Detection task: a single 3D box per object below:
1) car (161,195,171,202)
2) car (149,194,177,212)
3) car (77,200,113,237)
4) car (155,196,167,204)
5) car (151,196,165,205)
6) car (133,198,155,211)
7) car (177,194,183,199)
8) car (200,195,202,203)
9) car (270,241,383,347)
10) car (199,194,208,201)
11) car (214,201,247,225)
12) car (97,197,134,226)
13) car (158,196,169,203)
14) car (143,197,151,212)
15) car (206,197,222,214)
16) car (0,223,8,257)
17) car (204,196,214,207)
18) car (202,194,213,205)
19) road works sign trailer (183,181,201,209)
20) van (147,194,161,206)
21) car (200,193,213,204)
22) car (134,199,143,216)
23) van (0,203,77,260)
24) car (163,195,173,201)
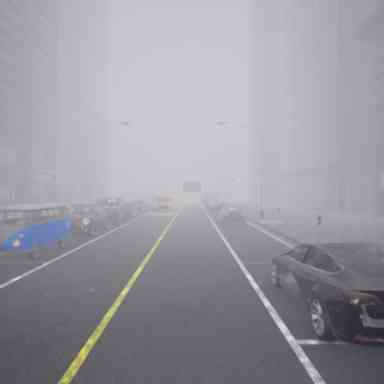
[{"bbox_3d":[-5.770,1.448,73.926,1.947,1.339,4.313,0,0,0],"label":"car"},{"bbox_3d":[-3.096,1.281,36.633,2.097,1.767,4.553,0,0,0],"label":"car"},{"bbox_3d":[-5.767,1.405,17.559,1.967,1.590,4.097,0,0,0],"label":"car"},{"bbox_3d":[-5.769,1.475,62.653,1.802,1.307,4.206,0,0,0],"label":"car"},{"bbox_3d":[-5.769,1.425,56.846,1.752,1.417,4.829,0,0,0],"label":"car"},{"bbox_3d":[-5.768,1.474,40.106,2.008,1.369,4.403,0,0,0],"label":"car"},{"bbox_3d":[-3.004,1.088,77.981,1.882,1.535,5.008,0,0,0],"label":"car"},{"bbox_3d":[2.755,1.215,57.019,2.192,1.841,5.009,0,0,0],"label":"car"},{"bbox_3d":[2.759,1.553,6.293,1.947,1.339,4.313,0,0,0],"label":"car"},{"bbox_3d":[2.754,1.318,79.564,1.967,1.590,4.097,0,0,0],"label":"car"},{"bbox_3d":[2.758,1.536,23.203,1.802,1.307,4.206,0,0,0],"label":"car"},{"bbox_3d":[-5.768,1.269,23.196,2.192,1.841,5.009,0,0,0],"label":"car"},{"bbox_3d":[-5.770,1.453,68.289,1.947,1.339,4.313,0,0,0],"label":"car"},{"bbox_3d":[-5.768,1.499,34.469,1.947,1.339,4.313,0,0,0],"label":"car"},{"bbox_3d":[2.758,1.515,34.475,1.802,1.307,4.206,0,0,0],"label":"car"},{"bbox_3d":[-5.766,1.537,6.286,2.008,1.369,4.403,0,0,0],"label":"car"},{"bbox_3d":[2.757,1.505,40.112,1.802,1.307,4.206,0,0,0],"label":"car"},{"bbox_3d":[2.756,1.355,45.748,1.967,1.590,4.097,0,0,0],"label":"car"},{"bbox_3d":[-0.003,0.385,41.999,2.380,3.560,2.880,0,0,0],"label":"road works sign trailer"},{"bbox_3d":[-5.770,1.247,51.379,1.690,1.788,3.998,0,0,0],"label":"van"},{"bbox_3d":[2.754,1.208,62.656,2.192,1.841,5.009,0,0,0],"label":"car"},{"bbox_3d":[-5.767,1.509,28.833,1.947,1.339,4.313,0,0,0],"label":"car"},{"bbox_3d":[-5.767,1.317,11.922,1.690,1.788,3.998,0,0,0],"label":"van"},{"bbox_3d":[-5.771,1.428,79.562,2.008,1.369,4.403,0,0,0],"label":"car"}]
